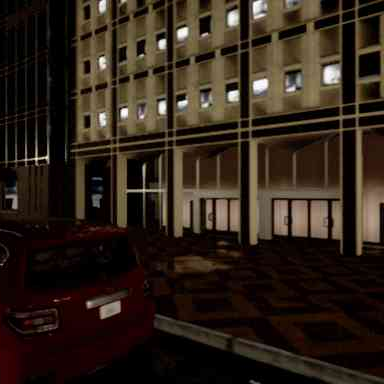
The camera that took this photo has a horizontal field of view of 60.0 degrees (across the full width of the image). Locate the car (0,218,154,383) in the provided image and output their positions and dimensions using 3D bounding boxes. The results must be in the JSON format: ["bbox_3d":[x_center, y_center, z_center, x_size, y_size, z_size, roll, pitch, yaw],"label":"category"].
[{"bbox_3d":[-2.798,1.312,4.872,5.009,1.841,2.192,0,0,35],"label":"car"}]
